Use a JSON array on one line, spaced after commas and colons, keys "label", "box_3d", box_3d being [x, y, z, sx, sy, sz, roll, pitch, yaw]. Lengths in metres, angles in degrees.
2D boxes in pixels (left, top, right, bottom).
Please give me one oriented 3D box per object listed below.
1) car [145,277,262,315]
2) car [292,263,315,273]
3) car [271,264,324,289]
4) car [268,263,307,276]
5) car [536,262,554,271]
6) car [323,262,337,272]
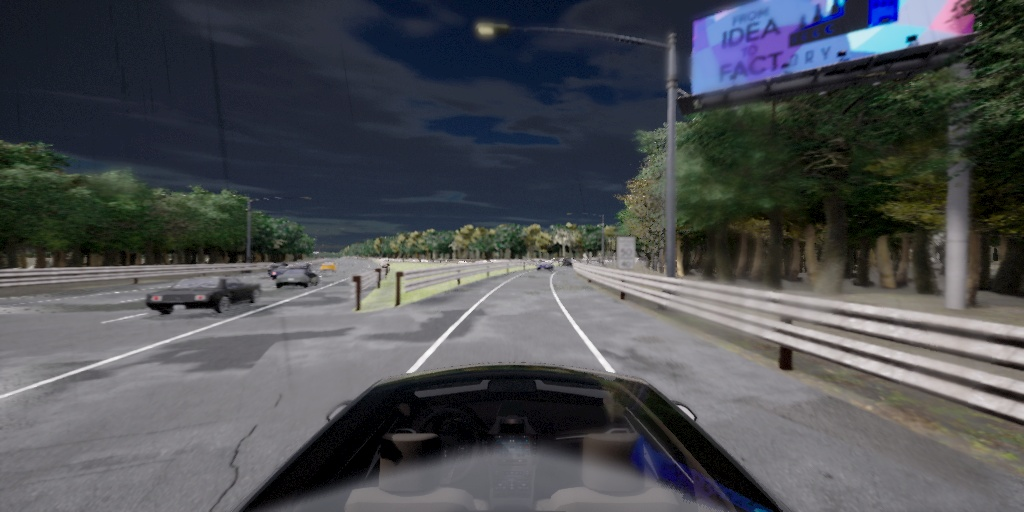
[{"label": "car", "box_3d": [-11.727, 1.455, 14.144, 1.895, 1.301, 4.718, 0, -1, -16]}, {"label": "car", "box_3d": [-32.166, 1.751, 55.424, 2.033, 1.411, 5.357, 0, -1, -19]}, {"label": "car", "box_3d": [-15.066, 1.513, 25.430, 1.994, 1.385, 4.181, 0, -1, -17]}, {"label": "car", "box_3d": [-21.404, 1.608, 34.463, 1.895, 1.301, 4.718, 0, -1, -18]}, {"label": "car", "box_3d": [4.670, 1.435, 50.107, 1.895, 1.301, 4.718, 1, 0, 15]}, {"label": "car", "box_3d": [-28.988, 1.710, 56.947, 1.882, 1.535, 5.008, 0, -1, -19]}]
